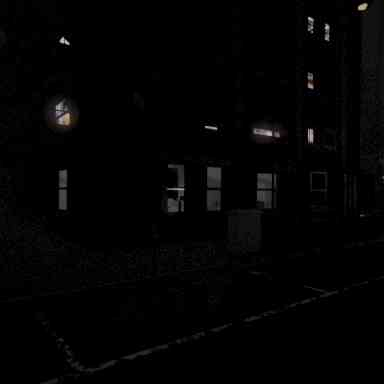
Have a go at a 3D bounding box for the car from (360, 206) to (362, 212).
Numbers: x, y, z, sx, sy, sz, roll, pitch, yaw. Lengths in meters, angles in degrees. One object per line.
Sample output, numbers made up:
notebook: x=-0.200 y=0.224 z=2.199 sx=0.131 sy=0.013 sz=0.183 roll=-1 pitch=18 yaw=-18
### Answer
car: x=13.191 y=1.256 z=31.808 sx=2.033 sy=1.411 sz=5.357 roll=0 pitch=1 yaw=-37
